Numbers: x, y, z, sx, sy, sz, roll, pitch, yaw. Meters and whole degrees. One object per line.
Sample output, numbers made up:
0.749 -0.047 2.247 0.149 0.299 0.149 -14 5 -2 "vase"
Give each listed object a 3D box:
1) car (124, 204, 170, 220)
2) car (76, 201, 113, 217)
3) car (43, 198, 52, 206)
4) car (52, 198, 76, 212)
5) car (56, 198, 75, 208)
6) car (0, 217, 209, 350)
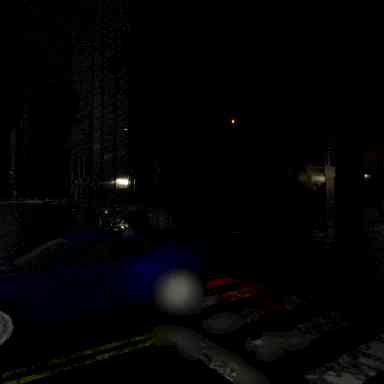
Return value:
-3.390 1.607 24.340 1.812 1.442 4.674 1 -1 -37 "car"
-9.339 1.619 32.705 2.128 1.511 4.902 1 -1 -36 "car"
-26.507 1.802 62.419 2.128 1.511 4.902 1 -1 -36 "car"
-15.490 1.724 41.394 2.033 1.411 5.357 1 -1 -34 "car"
-20.708 1.790 54.249 1.812 1.442 4.674 1 -1 -35 "car"
-1.986 1.478 6.258 5.008 1.535 1.882 0 0 -35 "car"
